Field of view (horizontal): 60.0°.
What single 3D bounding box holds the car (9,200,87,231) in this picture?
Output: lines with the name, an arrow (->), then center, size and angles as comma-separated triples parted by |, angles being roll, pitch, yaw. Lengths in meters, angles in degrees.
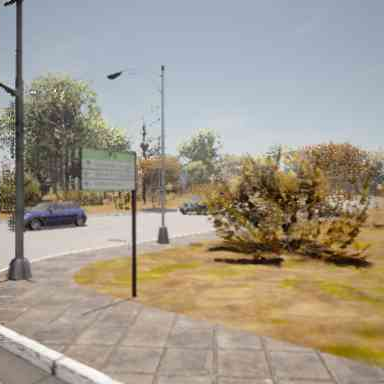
car -> -9.149, 1.411, 21.336 | 2.097, 1.767, 4.553 | 0, 0, 38

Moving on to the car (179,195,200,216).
car -> 1.069, 1.245, 34.114 | 2.150, 2.045, 5.566 | 0, 0, 39
